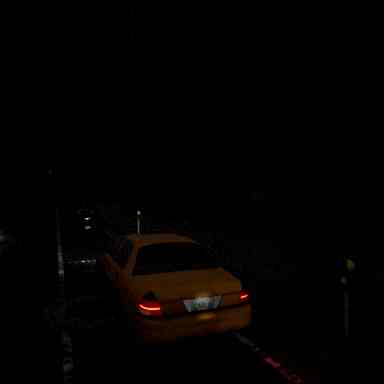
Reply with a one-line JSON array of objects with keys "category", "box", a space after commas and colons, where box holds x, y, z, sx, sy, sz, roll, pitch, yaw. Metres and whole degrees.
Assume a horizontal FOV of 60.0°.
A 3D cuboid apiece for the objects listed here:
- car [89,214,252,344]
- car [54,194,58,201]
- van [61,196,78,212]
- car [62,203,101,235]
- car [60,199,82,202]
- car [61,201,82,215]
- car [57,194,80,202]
[{"category": "car", "box": [-0.834, 1.457, 6.777, 1.801, 1.575, 5.366, 0, 0, -22]}, {"category": "car", "box": [-31.408, 1.471, 79.659, 1.967, 1.590, 4.097, 0, 0, -24]}, {"category": "van", "box": [-14.461, 1.343, 39.172, 1.690, 1.788, 3.998, 0, 0, -22]}, {"category": "car", "box": [-6.063, 1.552, 18.735, 2.008, 1.369, 4.403, 0, 0, -22]}, {"category": "car", "box": [-10.262, 1.567, 28.953, 1.947, 1.339, 4.313, 0, 0, -22]}, {"category": "car", "box": [-8.163, 1.552, 23.844, 2.008, 1.369, 4.403, 0, 0, -22]}, {"category": "car", "box": [-12.362, 1.317, 34.063, 2.192, 1.841, 5.009, 0, 0, -22]}]
